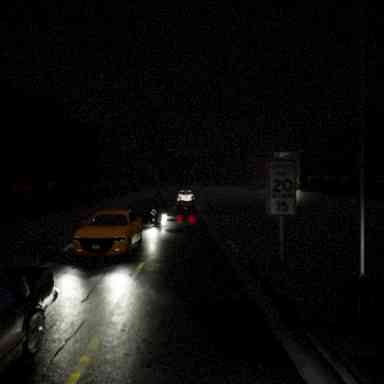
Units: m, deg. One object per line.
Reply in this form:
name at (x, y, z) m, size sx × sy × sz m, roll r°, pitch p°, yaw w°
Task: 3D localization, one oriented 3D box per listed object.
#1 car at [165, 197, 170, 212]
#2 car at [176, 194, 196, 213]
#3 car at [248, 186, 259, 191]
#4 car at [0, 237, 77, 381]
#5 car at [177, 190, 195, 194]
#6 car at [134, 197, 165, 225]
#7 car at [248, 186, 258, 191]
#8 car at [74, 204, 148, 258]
car at (-3.408, 1.253, 35.310) m, size 2.128 × 1.511 × 4.902 m, roll 0°, pitch 1°, yaw -1°
car at (-0.573, 1.262, 33.567) m, size 2.128 × 1.511 × 4.902 m, roll 0°, pitch 1°, yaw 0°
car at (17.059, -1.046, 90.596) m, size 1.802 × 1.307 × 4.206 m, roll 0°, pitch 1°, yaw -1°
car at (-2.925, 1.554, 3.150) m, size 2.033 × 1.411 × 5.357 m, roll 0°, pitch 0°, yaw -4°
car at (-0.841, 0.715, 45.975) m, size 2.150 × 2.045 × 5.566 m, roll 0°, pitch 2°, yaw -1°
car at (-3.263, 1.278, 23.067) m, size 2.097 × 1.767 × 4.553 m, roll 0°, pitch 1°, yaw -1°
car at (17.015, -0.930, 93.523) m, size 1.947 × 1.339 × 4.313 m, roll 0°, pitch 1°, yaw -1°
car at (-3.078, 1.466, 13.016) m, size 1.882 × 1.535 × 5.008 m, roll 0°, pitch 0°, yaw -1°
